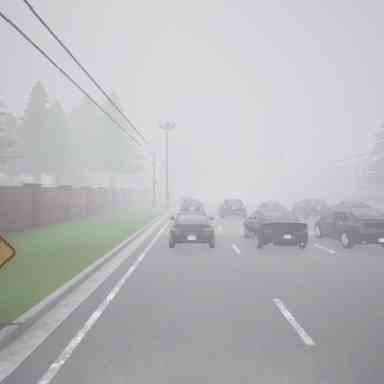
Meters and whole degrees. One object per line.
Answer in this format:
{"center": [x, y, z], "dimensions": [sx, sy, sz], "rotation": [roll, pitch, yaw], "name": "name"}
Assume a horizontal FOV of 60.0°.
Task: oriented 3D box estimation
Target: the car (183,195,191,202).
{"center": [-1.050, 1.526, 74.655], "dimensions": [1.812, 1.442, 4.674], "rotation": [0, 0, 0], "name": "car"}

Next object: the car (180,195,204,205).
{"center": [0.000, 1.366, 29.620], "dimensions": [2.097, 1.767, 4.553], "rotation": [0, 0, 0], "name": "car"}

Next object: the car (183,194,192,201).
{"center": [-1.050, 1.350, 80.625], "dimensions": [2.097, 1.767, 4.553], "rotation": [0, 0, 0], "name": "car"}

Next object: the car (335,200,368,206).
{"center": [14.000, 1.495, 29.650], "dimensions": [2.128, 1.511, 4.902], "rotation": [0, 0, 0], "name": "car"}

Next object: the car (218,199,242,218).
{"center": [3.500, 1.366, 29.620], "dimensions": [2.097, 1.767, 4.553], "rotation": [0, 0, 0], "name": "car"}

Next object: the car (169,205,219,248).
{"center": [0.000, 1.533, 14.650], "dimensions": [1.812, 1.442, 4.674], "rotation": [0, 0, 0], "name": "car"}

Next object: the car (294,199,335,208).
{"center": [10.500, 1.366, 29.620], "dimensions": [2.097, 1.767, 4.553], "rotation": [0, 0, 0], "name": "car"}

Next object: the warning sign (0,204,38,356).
{"center": [-3.050, 1.114, 4.655], "dimensions": [1.300, 1.860, 1.060], "rotation": [0, 0, 0], "name": "warning sign"}

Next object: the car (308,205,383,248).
{"center": [7.000, 1.517, 14.650], "dimensions": [1.837, 1.490, 4.892], "rotation": [0, 0, 0], "name": "car"}

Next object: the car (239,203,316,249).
{"center": [3.500, 1.485, 14.650], "dimensions": [1.882, 1.535, 5.008], "rotation": [0, 0, 0], "name": "car"}
